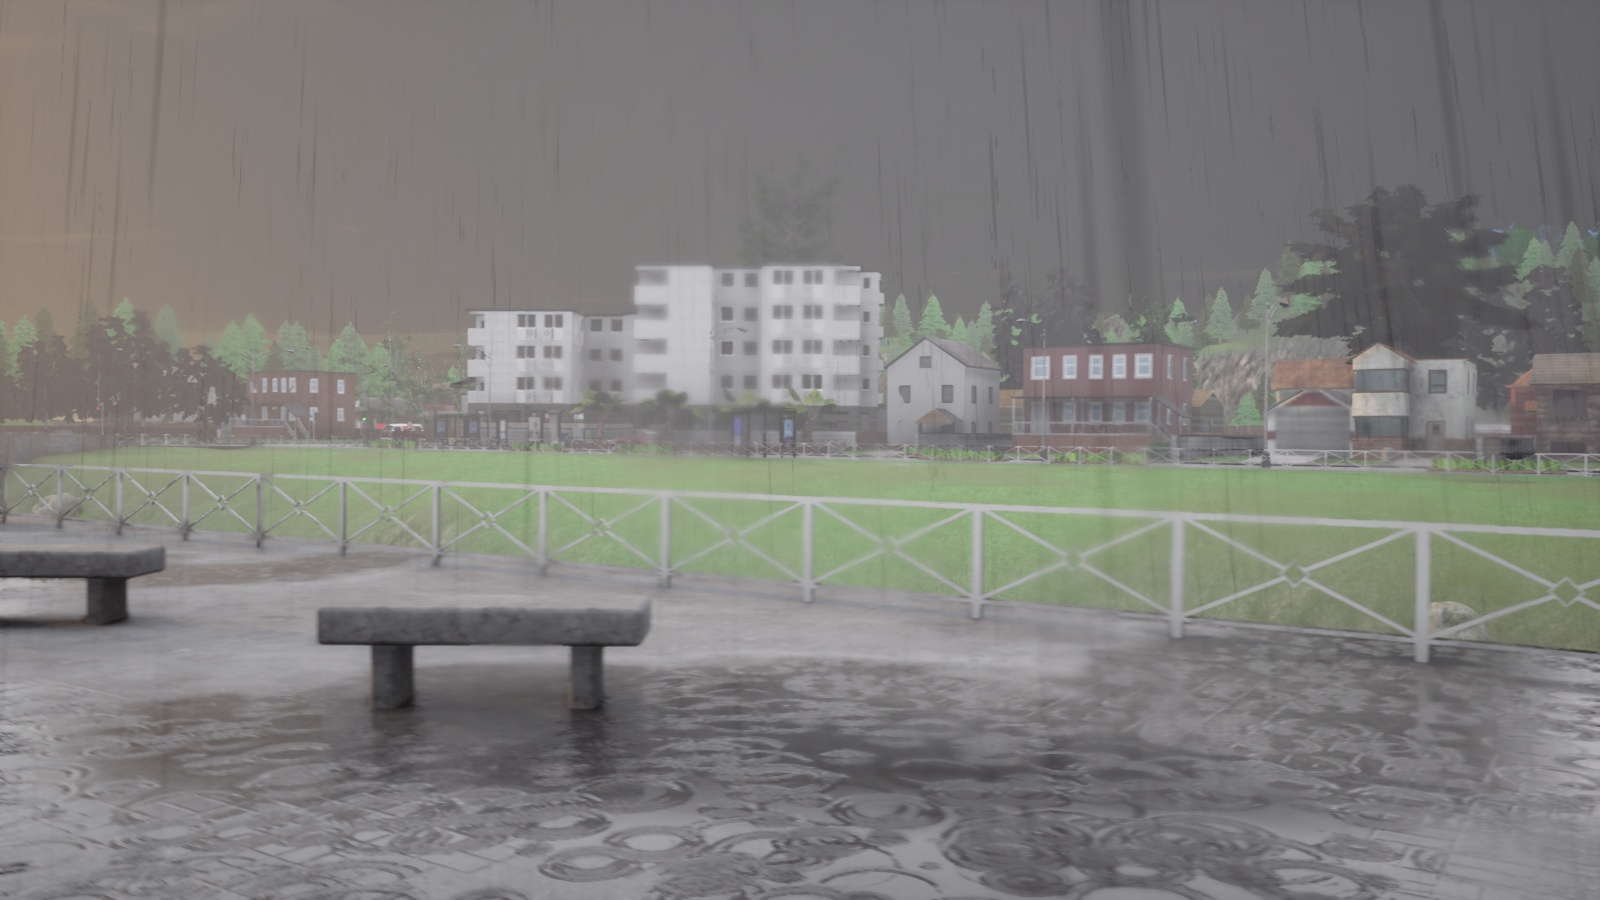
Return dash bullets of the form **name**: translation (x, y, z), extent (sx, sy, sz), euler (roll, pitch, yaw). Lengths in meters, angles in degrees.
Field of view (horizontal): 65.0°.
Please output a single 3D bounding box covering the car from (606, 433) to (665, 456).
- **car**: translation (-11.218, -0.359, 85.762), extent (3.705, 1.549, 1.789), euler (0, 1, 34)
